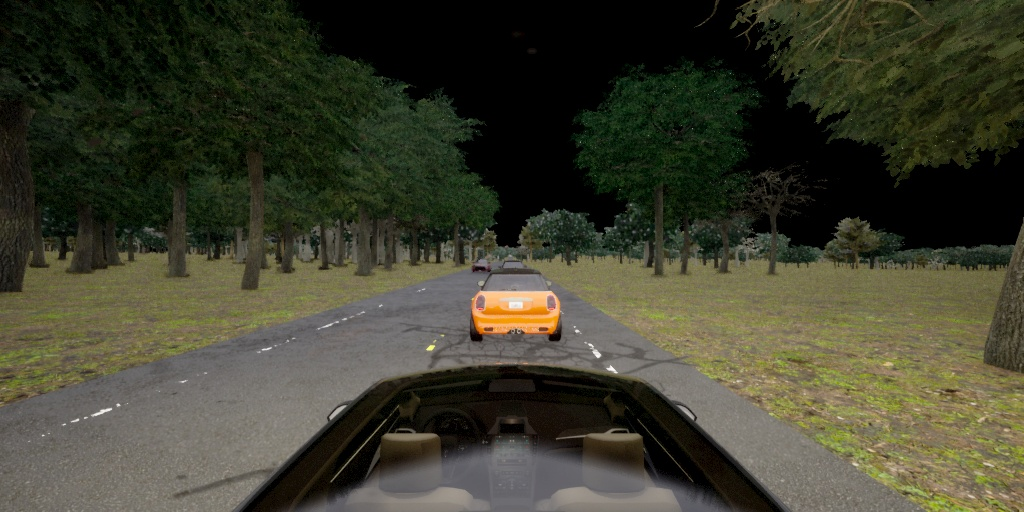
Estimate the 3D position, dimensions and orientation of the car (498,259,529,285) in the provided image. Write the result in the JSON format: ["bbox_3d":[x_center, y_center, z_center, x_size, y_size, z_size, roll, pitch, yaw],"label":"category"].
[{"bbox_3d":[0.043,1.103,26.753,2.097,1.767,4.553,0,0,-1],"label":"car"}]

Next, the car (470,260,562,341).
[{"bbox_3d":[0.082,1.102,10.016,2.097,1.767,4.553,0,0,0],"label":"car"}]

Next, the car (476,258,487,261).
[{"bbox_3d":[-3.694,1.126,43.519,2.097,1.767,4.553,0,0,0],"label":"car"}]
